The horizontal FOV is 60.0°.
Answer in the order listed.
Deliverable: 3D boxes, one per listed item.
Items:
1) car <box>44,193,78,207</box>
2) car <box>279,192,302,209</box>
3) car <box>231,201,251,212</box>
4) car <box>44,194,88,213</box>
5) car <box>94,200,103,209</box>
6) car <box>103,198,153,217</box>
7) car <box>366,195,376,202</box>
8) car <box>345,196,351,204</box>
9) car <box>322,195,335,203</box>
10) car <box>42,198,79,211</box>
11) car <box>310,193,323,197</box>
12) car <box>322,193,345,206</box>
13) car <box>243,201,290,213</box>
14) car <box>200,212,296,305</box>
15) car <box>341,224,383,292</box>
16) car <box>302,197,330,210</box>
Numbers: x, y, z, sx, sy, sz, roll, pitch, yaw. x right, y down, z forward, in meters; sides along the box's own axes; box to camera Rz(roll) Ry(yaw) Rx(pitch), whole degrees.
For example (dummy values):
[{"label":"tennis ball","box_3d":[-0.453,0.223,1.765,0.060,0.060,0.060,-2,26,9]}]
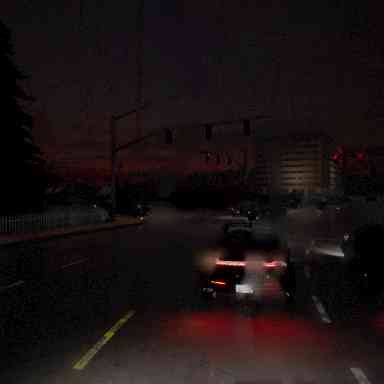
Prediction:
[{"label":"car","box_3d":[-21.408,1.277,54.293,5.566,2.045,2.150,0,0,32]},{"label":"car","box_3d":[13.522,1.222,45.348,2.150,2.045,5.566,0,0,32]},{"label":"car","box_3d":[5.391,1.565,32.116,1.812,1.442,4.674,0,0,32]},{"label":"car","box_3d":[-14.090,1.277,37.100,5.566,2.045,2.150,0,0,32]},{"label":"car","box_3d":[-9.057,1.547,38.087,4.902,1.511,2.128,0,0,32]},{"label":"car","box_3d":[-5.962,1.407,32.022,4.553,1.767,2.097,0,0,32]},{"label":"car","box_3d":[42.727,1.525,79.294,2.128,1.511,4.902,0,0,32]},{"label":"car","box_3d":[30.339,1.540,65.827,2.033,1.411,5.357,0,0,32]},{"label":"car","box_3d":[28.885,1.500,70.145,1.837,1.490,4.892,0,0,32]},{"label":"car","box_3d":[-17.098,1.533,43.116,5.008,1.535,1.882,0,0,32]},{"label":"car","box_3d":[22.828,1.224,60.385,2.150,2.045,5.566,0,0,32]},{"label":"car","box_3d":[23.217,1.353,54.395,2.097,1.767,4.553,0,0,32]},{"label":"car","box_3d":[6.027,1.641,26.470,1.895,1.301,4.718,0,0,32]},{"label":"car","box_3d":[1.436,1.492,8.223,2.128,1.511,4.902,0,0,12]},{"label":"car","box_3d":[5.188,1.547,8.593,2.033,1.411,5.357,0,0,16]},{"label":"car","box_3d":[15.742,1.601,42.199,1.895,1.301,4.718,0,0,31]}]
